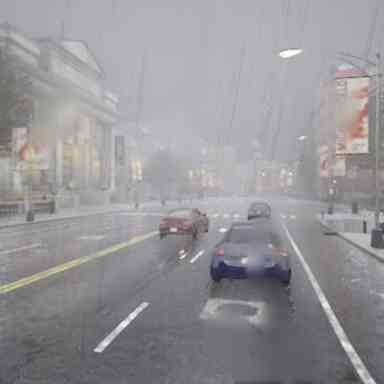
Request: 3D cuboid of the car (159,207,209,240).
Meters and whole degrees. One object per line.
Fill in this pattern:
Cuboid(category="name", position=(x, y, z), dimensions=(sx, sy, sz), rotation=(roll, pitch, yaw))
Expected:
Cuboid(category="car", position=(-0.316, 1.501, 16.938), dimensions=(1.812, 1.442, 4.674), rotation=(0, 0, 12))

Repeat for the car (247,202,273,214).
Cuboid(category="car", position=(5.387, 1.531, 26.456), dimensions=(2.033, 1.411, 5.357), rotation=(0, 0, 13))

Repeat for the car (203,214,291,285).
Cuboid(category="car", position=(1.711, 1.557, 9.601), dimensions=(1.994, 1.385, 4.181), rotation=(0, 0, 11))
